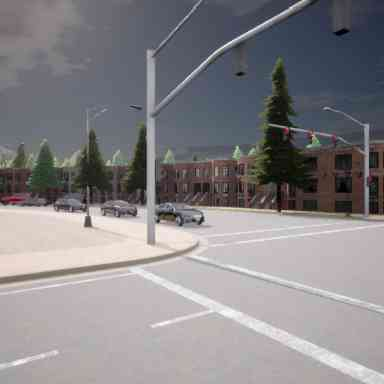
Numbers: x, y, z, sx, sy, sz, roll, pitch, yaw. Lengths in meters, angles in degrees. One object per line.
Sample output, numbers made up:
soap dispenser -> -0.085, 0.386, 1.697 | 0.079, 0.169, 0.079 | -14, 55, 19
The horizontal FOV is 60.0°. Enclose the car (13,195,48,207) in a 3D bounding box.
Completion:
car -> -24.170, 1.547, 51.131 | 5.357, 1.411, 2.033 | 0, 0, 17

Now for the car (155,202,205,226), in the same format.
car -> -1.077, 1.492, 23.342 | 2.128, 1.511, 4.902 | 0, 0, -36

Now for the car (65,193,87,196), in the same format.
car -> -18.912, 1.221, 52.862 | 5.566, 2.045, 2.150 | 0, 0, 23

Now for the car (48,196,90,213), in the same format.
car -> -13.826, 1.505, 37.793 | 4.892, 1.490, 1.837 | 0, 0, 37

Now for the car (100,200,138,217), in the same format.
car -> -6.840, 1.505, 30.895 | 1.837, 1.490, 4.892 | 0, 0, -40

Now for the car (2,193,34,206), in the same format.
car -> -29.030, 1.221, 55.920 | 5.566, 2.045, 2.150 | 0, 0, 10
